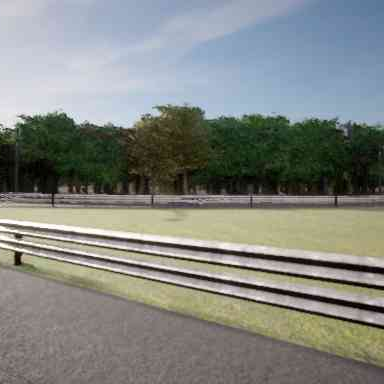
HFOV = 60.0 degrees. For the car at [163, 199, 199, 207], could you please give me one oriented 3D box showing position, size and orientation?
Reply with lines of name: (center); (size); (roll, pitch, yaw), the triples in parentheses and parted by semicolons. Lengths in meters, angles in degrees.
car: (-1.264, 1.053, 38.367); (4.181, 1.385, 1.994); (0, 0, -3)
